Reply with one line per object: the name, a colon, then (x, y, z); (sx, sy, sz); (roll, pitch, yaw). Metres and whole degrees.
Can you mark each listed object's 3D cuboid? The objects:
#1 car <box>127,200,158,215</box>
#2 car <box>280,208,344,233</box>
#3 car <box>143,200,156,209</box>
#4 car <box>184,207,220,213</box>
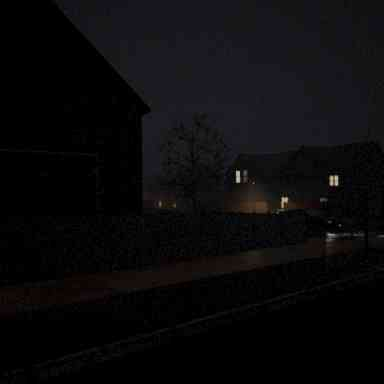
car: (-7.291, 2.176, 48.099); (2.150, 2.045, 5.566); (-1, -1, -35)
car: (7.627, 1.817, 22.099); (1.812, 1.442, 4.674); (-1, -1, -36)
car: (-6.918, 2.103, 42.605); (2.150, 2.045, 5.566); (-1, 0, -35)
car: (1.215, 2.102, 31.133); (2.033, 1.411, 5.357); (-1, -1, -35)
